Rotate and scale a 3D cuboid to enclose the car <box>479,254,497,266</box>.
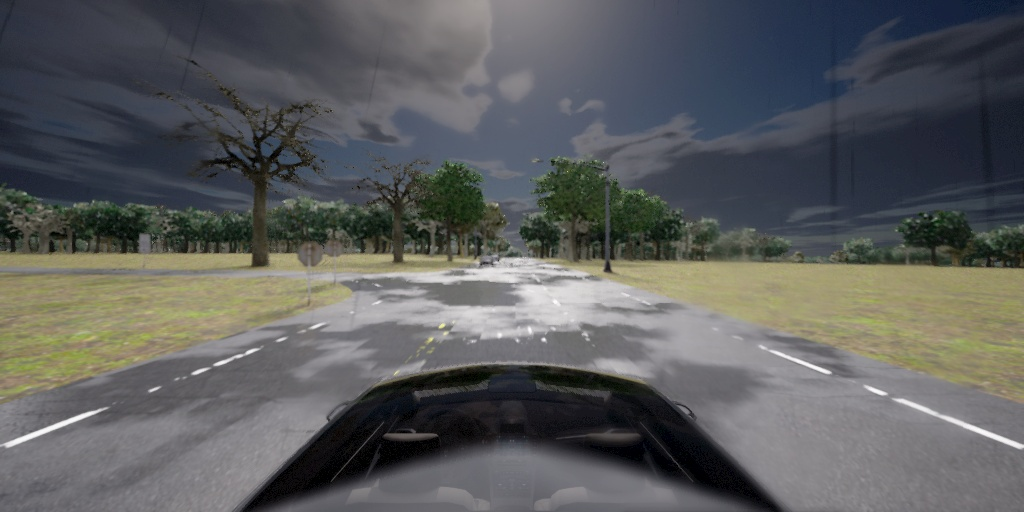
[{"bbox_3d":[-3.519,0.670,50.372,1.837,1.490,4.892,0,1,0],"label":"car"}]
